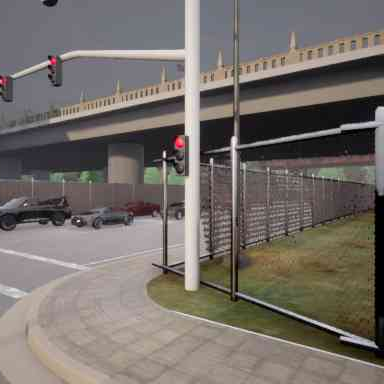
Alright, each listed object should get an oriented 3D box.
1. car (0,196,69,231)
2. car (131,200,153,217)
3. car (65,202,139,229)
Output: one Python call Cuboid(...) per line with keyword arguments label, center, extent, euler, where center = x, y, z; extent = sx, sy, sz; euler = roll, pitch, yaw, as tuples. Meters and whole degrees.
Cuboid(label="car", center=(-10.616, 1.277, 21.658), extent=(2.150, 2.045, 5.566), euler=(0, 0, 36))
Cuboid(label="car", center=(-4.941, 1.533, 29.660), extent=(1.882, 1.535, 5.008), euler=(0, 0, 35))
Cuboid(label="car", center=(-5.897, 1.619, 22.254), extent=(1.994, 1.385, 4.181), euler=(0, 0, 35))
